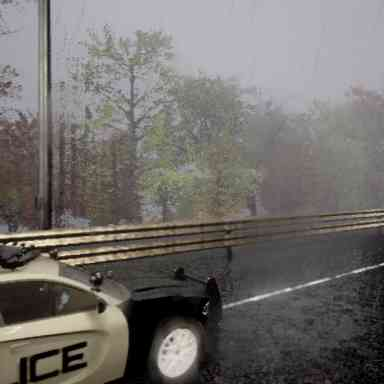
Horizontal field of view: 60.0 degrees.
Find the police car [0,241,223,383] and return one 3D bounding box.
[{"bbox_3d":[-1.914,1.424,3.793,5.238,1.638,1.930,0,0,-36],"label":"police car"}]
